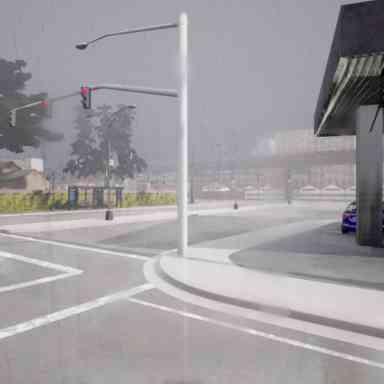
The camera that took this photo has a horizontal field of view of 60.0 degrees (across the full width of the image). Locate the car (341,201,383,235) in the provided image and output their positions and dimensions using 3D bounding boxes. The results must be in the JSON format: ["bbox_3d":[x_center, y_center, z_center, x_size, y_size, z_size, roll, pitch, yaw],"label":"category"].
[{"bbox_3d":[9.490,1.295,17.698,2.242,1.667,4.611,0,0,37],"label":"car"}]
